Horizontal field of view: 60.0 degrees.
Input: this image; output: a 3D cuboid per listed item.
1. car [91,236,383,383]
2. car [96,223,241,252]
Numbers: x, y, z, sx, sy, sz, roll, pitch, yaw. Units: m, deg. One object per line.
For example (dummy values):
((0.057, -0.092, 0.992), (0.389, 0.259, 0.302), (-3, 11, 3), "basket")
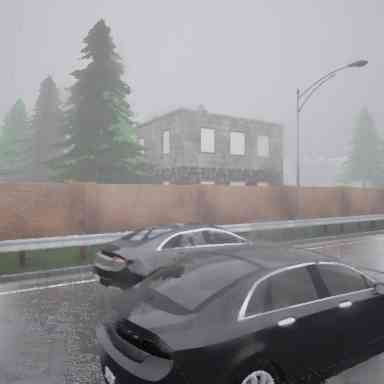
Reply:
((1.243, 1.506, 4.519), (4.892, 1.490, 1.837), (0, 0, -33), "car")
((0.127, 1.492, 7.967), (4.902, 1.511, 2.128), (0, 0, -33), "car")
